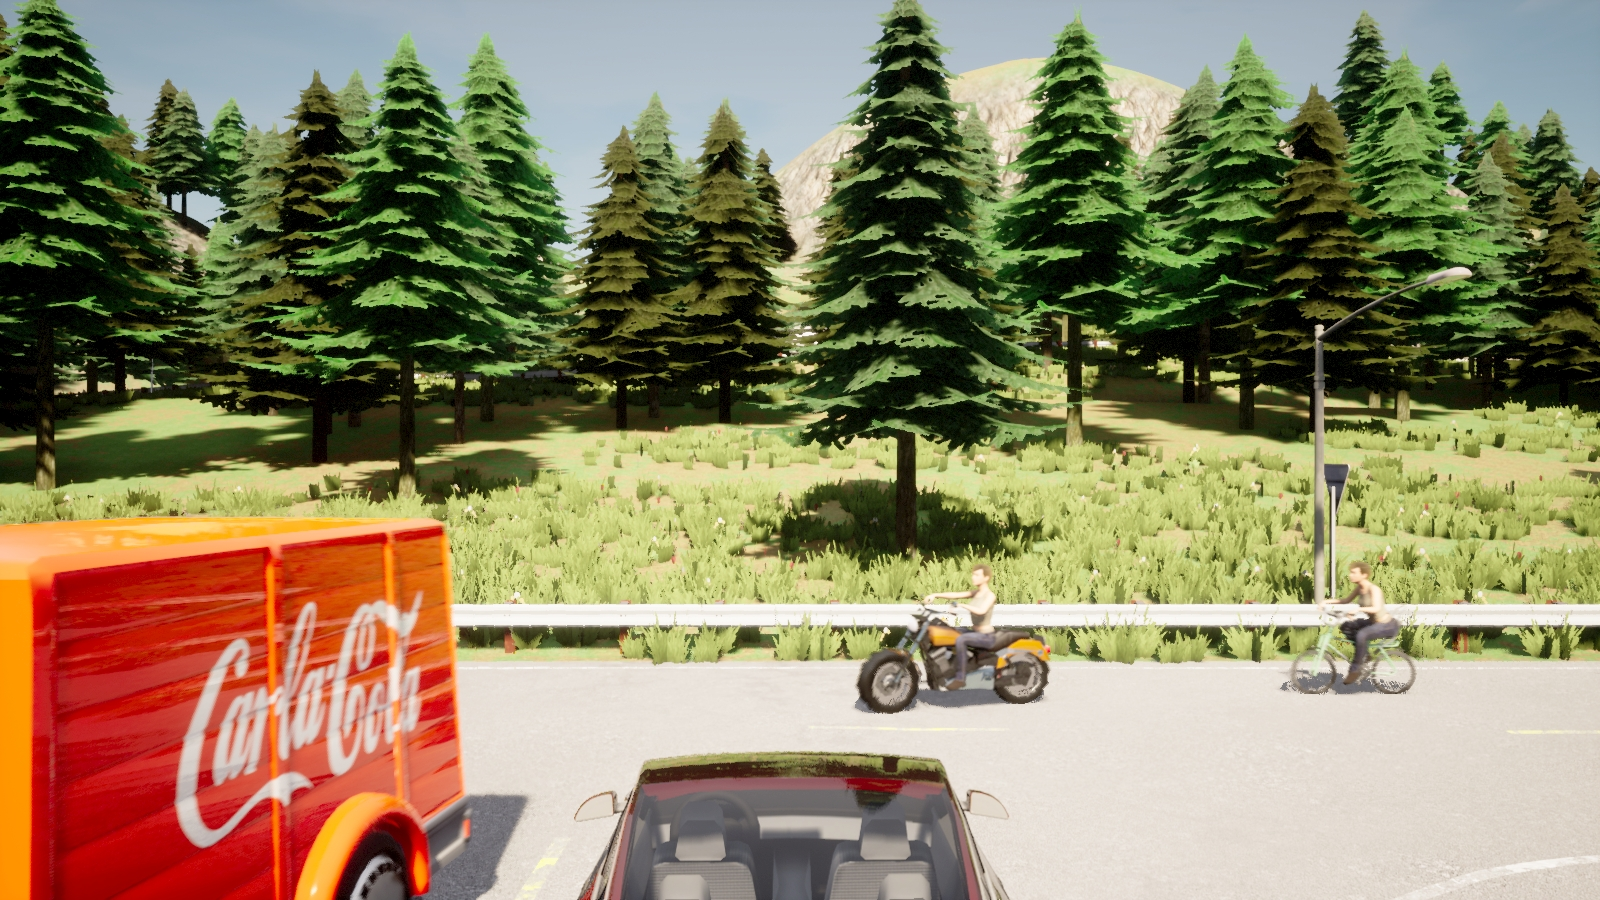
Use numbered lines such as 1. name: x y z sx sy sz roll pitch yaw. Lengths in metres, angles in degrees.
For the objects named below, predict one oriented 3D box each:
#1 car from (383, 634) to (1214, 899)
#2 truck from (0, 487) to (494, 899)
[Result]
1. car: -0.031 1.936 5.127 2.163 1.488 4.792 0 -1 -1
2. truck: -3.429 1.438 4.533 2.627 2.467 5.204 0 -1 5
